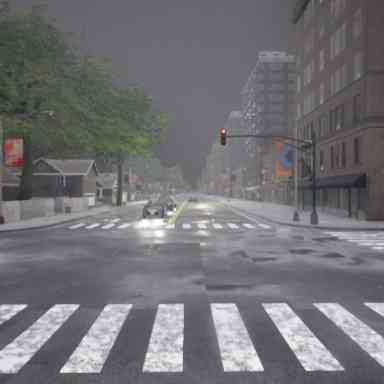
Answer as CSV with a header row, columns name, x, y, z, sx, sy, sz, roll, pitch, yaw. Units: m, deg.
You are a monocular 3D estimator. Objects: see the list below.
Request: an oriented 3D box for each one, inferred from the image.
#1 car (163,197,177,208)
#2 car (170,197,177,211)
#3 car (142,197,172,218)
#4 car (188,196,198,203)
name,x,y,z,sx,sy,sz,roll,pitch,yaw
car,-3.251,1.533,49.822,1.812,1.442,4.674,0,0,0
car,-3.274,1.355,39.865,2.097,1.767,4.553,0,0,0
car,-3.294,1.491,30.130,2.128,1.511,4.902,0,0,0
car,0.216,1.516,70.259,2.128,1.511,4.902,0,0,0
